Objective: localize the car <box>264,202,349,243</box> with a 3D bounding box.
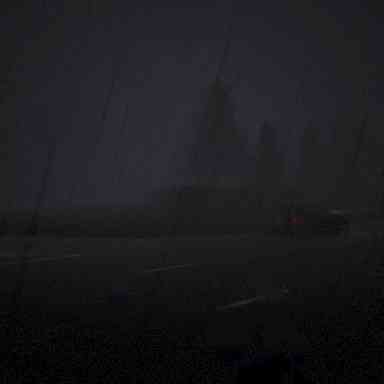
[{"bbox_3d":[5.735,1.364,16.440,4.553,1.767,2.097,0,0,-36],"label":"car"}]
